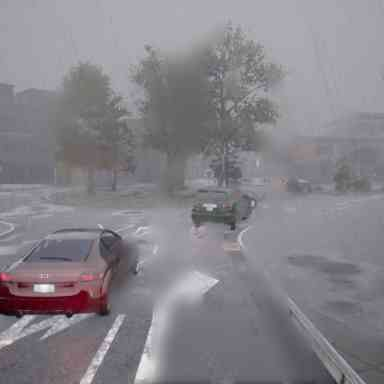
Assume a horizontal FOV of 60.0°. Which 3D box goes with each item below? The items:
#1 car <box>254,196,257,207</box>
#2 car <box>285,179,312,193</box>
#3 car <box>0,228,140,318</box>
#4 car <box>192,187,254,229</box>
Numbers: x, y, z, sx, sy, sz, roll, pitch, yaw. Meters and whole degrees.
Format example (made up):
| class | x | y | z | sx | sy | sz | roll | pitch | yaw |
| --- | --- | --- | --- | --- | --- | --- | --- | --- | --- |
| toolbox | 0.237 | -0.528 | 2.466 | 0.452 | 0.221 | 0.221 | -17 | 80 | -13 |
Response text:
| class | x | y | z | sx | sy | sz | roll | pitch | yaw |
| --- | --- | --- | --- | --- | --- | --- | --- | --- | --- |
| car | 2.790 | 0.523 | 24.308 | 4.892 | 1.490 | 1.837 | -4 | 6 | -42 |
| car | 12.469 | -0.721 | 39.123 | 1.837 | 1.490 | 4.892 | 0 | 3 | -3 |
| car | -2.407 | 1.492 | 7.417 | 1.994 | 1.385 | 4.181 | 0 | 1 | 0 |
| car | 1.719 | 0.722 | 18.200 | 2.150 | 2.045 | 5.566 | 1 | 4 | 19 |
